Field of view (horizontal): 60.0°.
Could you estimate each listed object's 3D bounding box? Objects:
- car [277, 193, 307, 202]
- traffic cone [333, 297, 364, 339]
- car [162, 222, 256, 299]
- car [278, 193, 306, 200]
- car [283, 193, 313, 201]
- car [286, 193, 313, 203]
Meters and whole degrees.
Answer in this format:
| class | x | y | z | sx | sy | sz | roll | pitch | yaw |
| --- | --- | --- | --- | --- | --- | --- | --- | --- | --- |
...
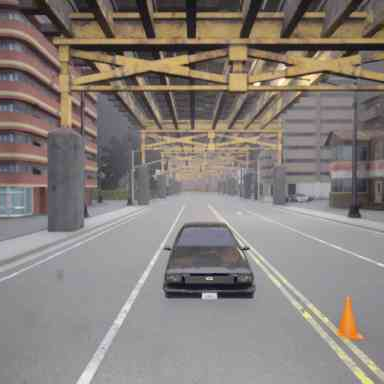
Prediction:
| class | x | y | z | sx | sy | sz | roll | pitch | yaw |
| --- | --- | --- | --- | --- | --- | --- | --- | --- | --- |
| car | 17.785 | 0.957 | 59.110 | 4.974 | 1.542 | 2.038 | 0 | 1 | 25 |
| traffic cone | 2.451 | 1.949 | 5.225 | 0.340 | 0.580 | 0.340 | 0 | 0 | 0 |
| car | 0.358 | 1.533 | 8.831 | 2.033 | 1.411 | 5.357 | 0 | 0 | 1 |
| car | 17.832 | 0.799 | 59.086 | 4.536 | 1.218 | 1.853 | 0 | 1 | 25 |
| car | 17.487 | 0.846 | 54.969 | 4.536 | 1.218 | 1.853 | 0 | 1 | -20 |
| car | 17.438 | 1.004 | 54.953 | 4.974 | 1.542 | 2.038 | 0 | 1 | -20 |
